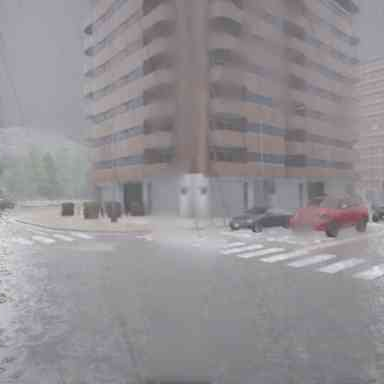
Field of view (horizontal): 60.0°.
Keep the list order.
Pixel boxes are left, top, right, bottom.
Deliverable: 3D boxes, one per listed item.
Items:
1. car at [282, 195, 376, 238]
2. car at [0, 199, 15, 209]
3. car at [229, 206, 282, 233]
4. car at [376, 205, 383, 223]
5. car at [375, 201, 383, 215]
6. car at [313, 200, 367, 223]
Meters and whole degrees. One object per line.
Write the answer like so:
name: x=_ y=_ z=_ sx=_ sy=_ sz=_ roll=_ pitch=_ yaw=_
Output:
car: x=7.614 y=1.221 z=18.173 sx=5.566 sy=2.045 sz=2.150 roll=0 pitch=0 yaw=-40
car: x=-29.597 y=1.932 z=50.981 sx=1.837 sy=1.490 sz=4.892 roll=-3 pitch=-1 yaw=18
car: x=4.258 y=1.563 z=19.944 sx=4.674 sy=1.442 sz=1.812 roll=0 pitch=0 yaw=-40
car: x=14.814 y=1.517 z=24.238 sx=4.181 sy=1.385 sz=1.994 roll=0 pitch=0 yaw=-40
car: x=20.521 y=1.534 z=33.574 sx=4.718 sy=1.301 sz=1.895 roll=0 pitch=0 yaw=-40
car: x=11.730 y=1.468 z=26.221 sx=5.008 sy=1.535 sz=1.882 roll=0 pitch=0 yaw=-40
